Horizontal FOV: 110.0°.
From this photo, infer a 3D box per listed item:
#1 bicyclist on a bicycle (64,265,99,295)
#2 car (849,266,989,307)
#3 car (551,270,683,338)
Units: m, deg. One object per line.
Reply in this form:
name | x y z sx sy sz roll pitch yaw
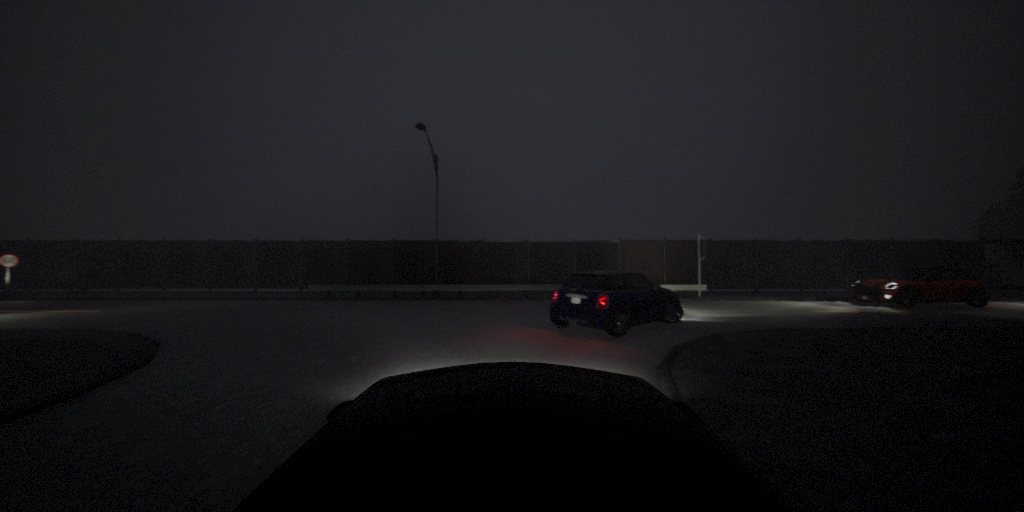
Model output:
bicyclist on a bicycle | -24.275 1.338 20.248 0.582 1.620 1.656 0 0 0
car | 18.025 1.287 16.062 4.553 1.767 2.097 0 -1 0
car | 3.302 1.222 10.975 4.553 1.767 2.097 1 0 -42
